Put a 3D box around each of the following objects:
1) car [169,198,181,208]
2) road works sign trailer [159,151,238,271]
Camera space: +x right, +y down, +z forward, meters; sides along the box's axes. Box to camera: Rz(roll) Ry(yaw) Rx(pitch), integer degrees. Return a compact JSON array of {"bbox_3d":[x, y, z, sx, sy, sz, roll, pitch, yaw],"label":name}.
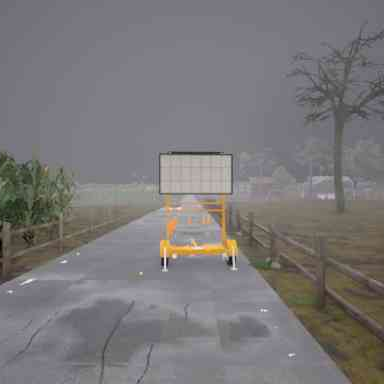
[{"bbox_3d":[-2.732,1.699,52.205,1.837,1.490,4.892,0,0,0],"label":"car"},{"bbox_3d":[0.115,0.481,10.970,2.380,3.560,2.880,0,0,-5],"label":"road works sign trailer"}]
